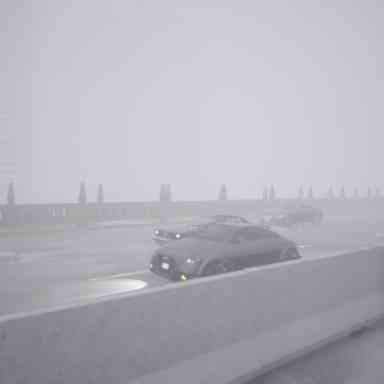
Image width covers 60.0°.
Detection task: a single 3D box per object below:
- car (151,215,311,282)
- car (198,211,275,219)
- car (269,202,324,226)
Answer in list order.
[{"bbox_3d":[0.999,1.548,9.001,4.181,1.385,1.994,0,0,-35],"label":"car"},{"bbox_3d":[0.851,1.579,13.193,4.718,1.301,1.895,0,0,-35],"label":"car"},{"bbox_3d":[6.518,1.443,21.527,4.902,1.511,2.128,0,0,-35],"label":"car"}]
